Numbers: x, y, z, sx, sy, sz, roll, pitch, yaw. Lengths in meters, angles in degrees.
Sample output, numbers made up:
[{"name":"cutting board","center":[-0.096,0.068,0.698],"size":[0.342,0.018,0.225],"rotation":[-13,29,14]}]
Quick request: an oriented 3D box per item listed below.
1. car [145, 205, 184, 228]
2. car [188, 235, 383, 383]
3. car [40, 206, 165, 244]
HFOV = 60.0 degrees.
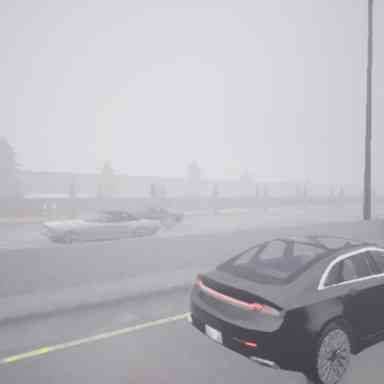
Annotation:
[{"name":"car","center":[-2.908,1.430,18.980],"size":[4.718,1.301,1.895],"rotation":[0,1,-34]},{"name":"car","center":[2.258,1.464,5.302],"size":[4.902,1.511,2.128],"rotation":[0,1,-34]},{"name":"car","center":[-3.797,1.460,14.125],"size":[4.718,1.301,1.895],"rotation":[0,1,-34]}]
